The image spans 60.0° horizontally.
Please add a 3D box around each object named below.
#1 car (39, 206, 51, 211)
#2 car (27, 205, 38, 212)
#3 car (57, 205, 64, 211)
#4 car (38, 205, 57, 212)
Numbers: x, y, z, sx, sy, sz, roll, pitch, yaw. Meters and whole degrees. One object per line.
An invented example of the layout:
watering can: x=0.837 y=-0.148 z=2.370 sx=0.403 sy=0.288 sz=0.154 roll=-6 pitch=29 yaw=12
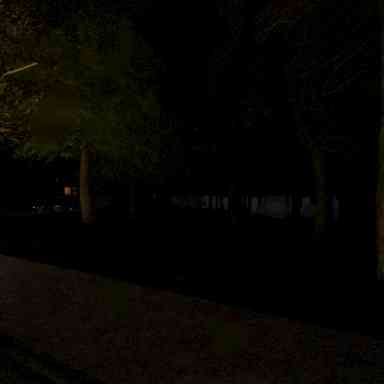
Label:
car: x=-38.385 y=4.250 z=86.996 sx=1.994 sy=1.385 sz=4.181 roll=0 pitch=-2 yaw=-9
car: x=-36.734 y=3.889 z=77.091 sx=1.837 sy=1.490 sz=4.892 roll=0 pitch=-2 yaw=-9
car: x=-35.180 y=4.214 z=87.531 sx=2.128 sy=1.511 sz=4.902 roll=0 pitch=-2 yaw=-9
car: x=-33.465 y=3.864 z=77.248 sx=1.837 sy=1.490 sz=4.892 roll=0 pitch=-2 yaw=-9
